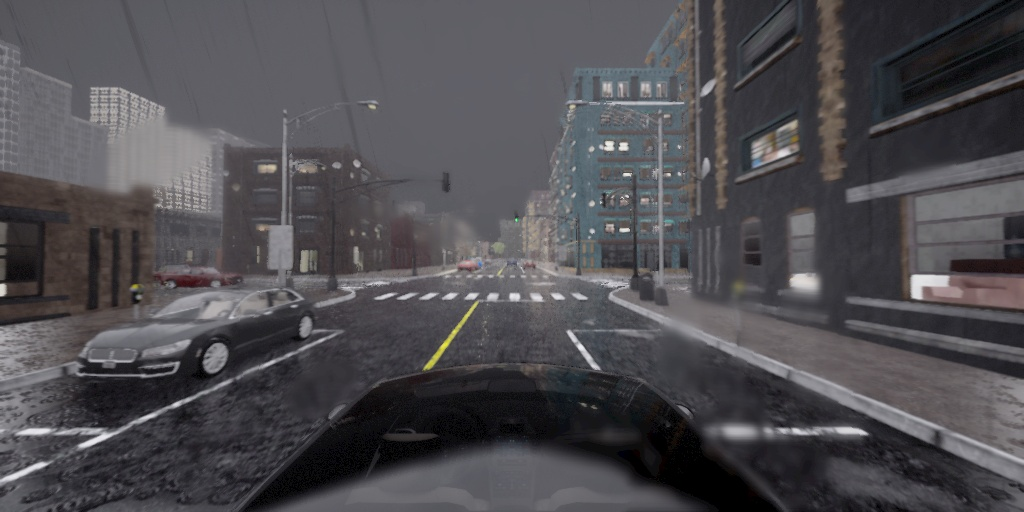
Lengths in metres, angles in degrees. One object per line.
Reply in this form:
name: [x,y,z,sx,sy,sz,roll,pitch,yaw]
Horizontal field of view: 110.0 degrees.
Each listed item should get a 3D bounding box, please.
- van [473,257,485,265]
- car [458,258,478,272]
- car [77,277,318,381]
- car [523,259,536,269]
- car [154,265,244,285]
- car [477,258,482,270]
van: [-5.696,1.102,56.564,1.690,1.789,3.998,0,0,0]
car: [-5.771,1.304,45.195,1.888,1.381,4.507,0,0,0]
car: [-5.691,1.302,7.239,2.007,1.370,4.403,0,0,0]
car: [2.685,1.202,56.626,1.967,1.591,4.097,0,0,0]
car: [-19.296,1.367,22.485,4.507,1.381,1.888,0,0,1]
car: [-5.696,1.305,50.877,1.888,1.381,4.507,0,0,0]
